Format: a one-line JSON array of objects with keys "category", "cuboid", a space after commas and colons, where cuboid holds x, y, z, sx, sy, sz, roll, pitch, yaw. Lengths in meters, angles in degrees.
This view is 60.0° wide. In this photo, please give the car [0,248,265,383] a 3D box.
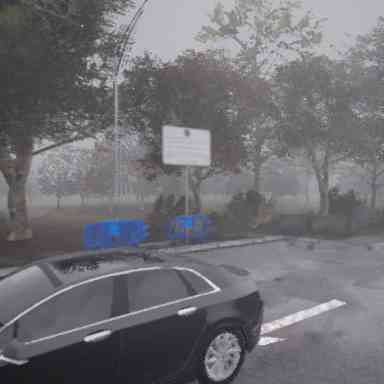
[{"category": "car", "cuboid": [-1.301, 1.498, 3.722, 4.892, 1.490, 1.837, 0, 0, -35]}]
